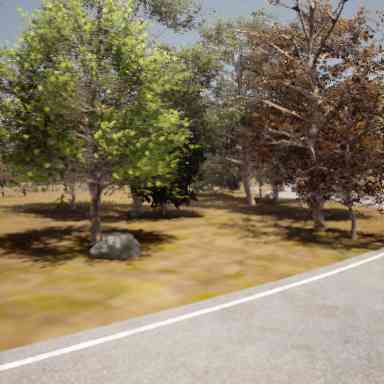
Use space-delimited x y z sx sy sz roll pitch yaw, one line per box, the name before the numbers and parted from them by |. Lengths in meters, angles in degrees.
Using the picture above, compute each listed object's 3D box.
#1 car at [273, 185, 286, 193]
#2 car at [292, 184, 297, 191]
car | 15.129 -0.700 57.620 1.994 1.385 4.181 -3 3 17
car | 17.493 -0.704 53.990 2.033 1.411 5.357 -4 3 7
